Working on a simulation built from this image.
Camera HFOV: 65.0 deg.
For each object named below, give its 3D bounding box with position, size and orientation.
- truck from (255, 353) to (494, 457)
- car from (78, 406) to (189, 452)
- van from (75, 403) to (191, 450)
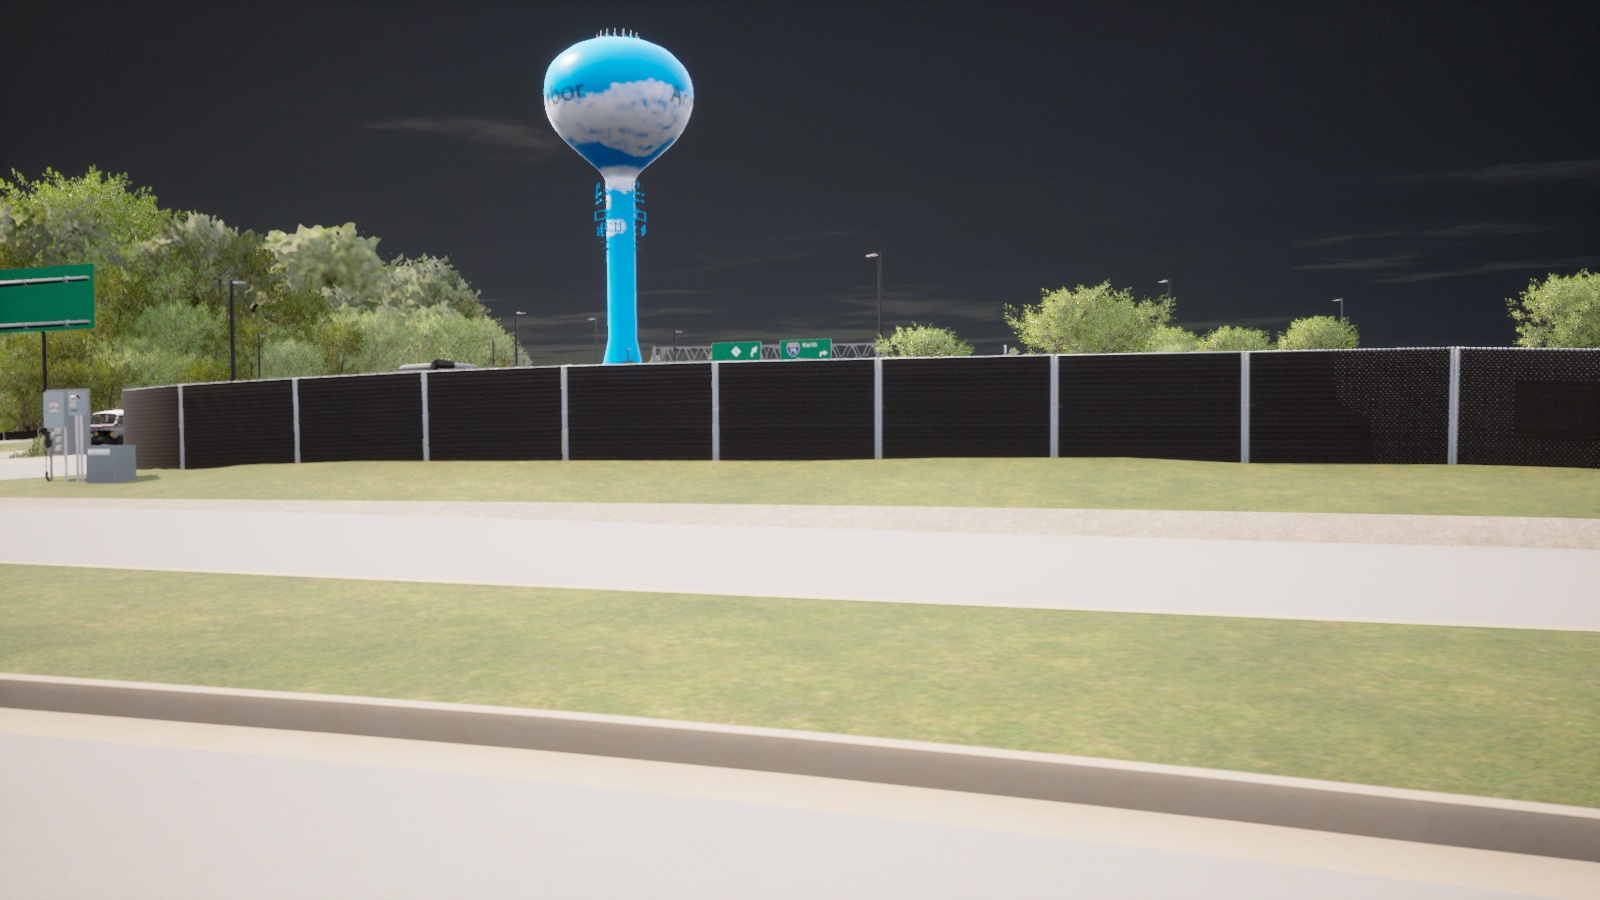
[{"bbox_3d":[-15.310,-1.675,45.861,2.891,3.462,7.936,0,3,37],"label":"truck"},{"bbox_3d":[-28.168,-0.908,53.232,1.905,1.878,3.866,0,2,18],"label":"car"},{"bbox_3d":[-30.458,-1.098,57.503,2.069,2.038,4.480,0,2,18],"label":"van"}]
